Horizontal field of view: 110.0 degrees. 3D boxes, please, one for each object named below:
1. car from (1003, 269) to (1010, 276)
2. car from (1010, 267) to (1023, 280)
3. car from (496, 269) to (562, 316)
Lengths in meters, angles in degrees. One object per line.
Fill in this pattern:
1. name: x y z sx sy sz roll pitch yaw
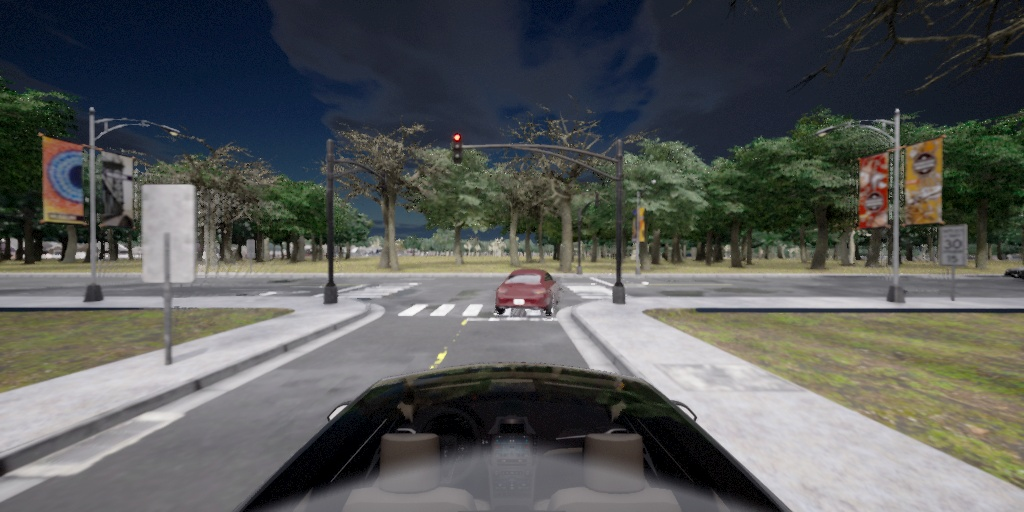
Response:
1. car: 41.977 1.143 27.857 5.357 1.411 2.033 0 1 0
2. car: 38.154 1.126 24.629 4.892 1.490 1.837 1 1 0
3. car: 0.702 1.186 12.987 1.812 1.442 4.674 0 0 12
